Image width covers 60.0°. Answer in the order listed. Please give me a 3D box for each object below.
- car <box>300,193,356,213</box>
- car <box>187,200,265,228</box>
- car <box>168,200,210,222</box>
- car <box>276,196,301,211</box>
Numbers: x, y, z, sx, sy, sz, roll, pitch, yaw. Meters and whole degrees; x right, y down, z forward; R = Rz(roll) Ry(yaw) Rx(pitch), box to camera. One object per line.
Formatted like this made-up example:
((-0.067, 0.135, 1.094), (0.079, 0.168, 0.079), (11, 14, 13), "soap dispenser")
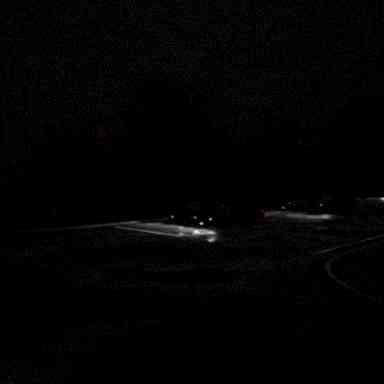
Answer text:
((11.909, 0.860, 28.405), (5.008, 1.535, 1.882), (-4, 2, -33), "car")
((2.514, 1.409, 21.577), (5.357, 1.411, 2.033), (-2, 1, -42), "car")
((0.528, 1.390, 24.382), (4.892, 1.490, 1.837), (-2, 1, -38), "car")
((10.135, 1.000, 31.441), (4.718, 1.301, 1.895), (-4, 2, -33), "car")
